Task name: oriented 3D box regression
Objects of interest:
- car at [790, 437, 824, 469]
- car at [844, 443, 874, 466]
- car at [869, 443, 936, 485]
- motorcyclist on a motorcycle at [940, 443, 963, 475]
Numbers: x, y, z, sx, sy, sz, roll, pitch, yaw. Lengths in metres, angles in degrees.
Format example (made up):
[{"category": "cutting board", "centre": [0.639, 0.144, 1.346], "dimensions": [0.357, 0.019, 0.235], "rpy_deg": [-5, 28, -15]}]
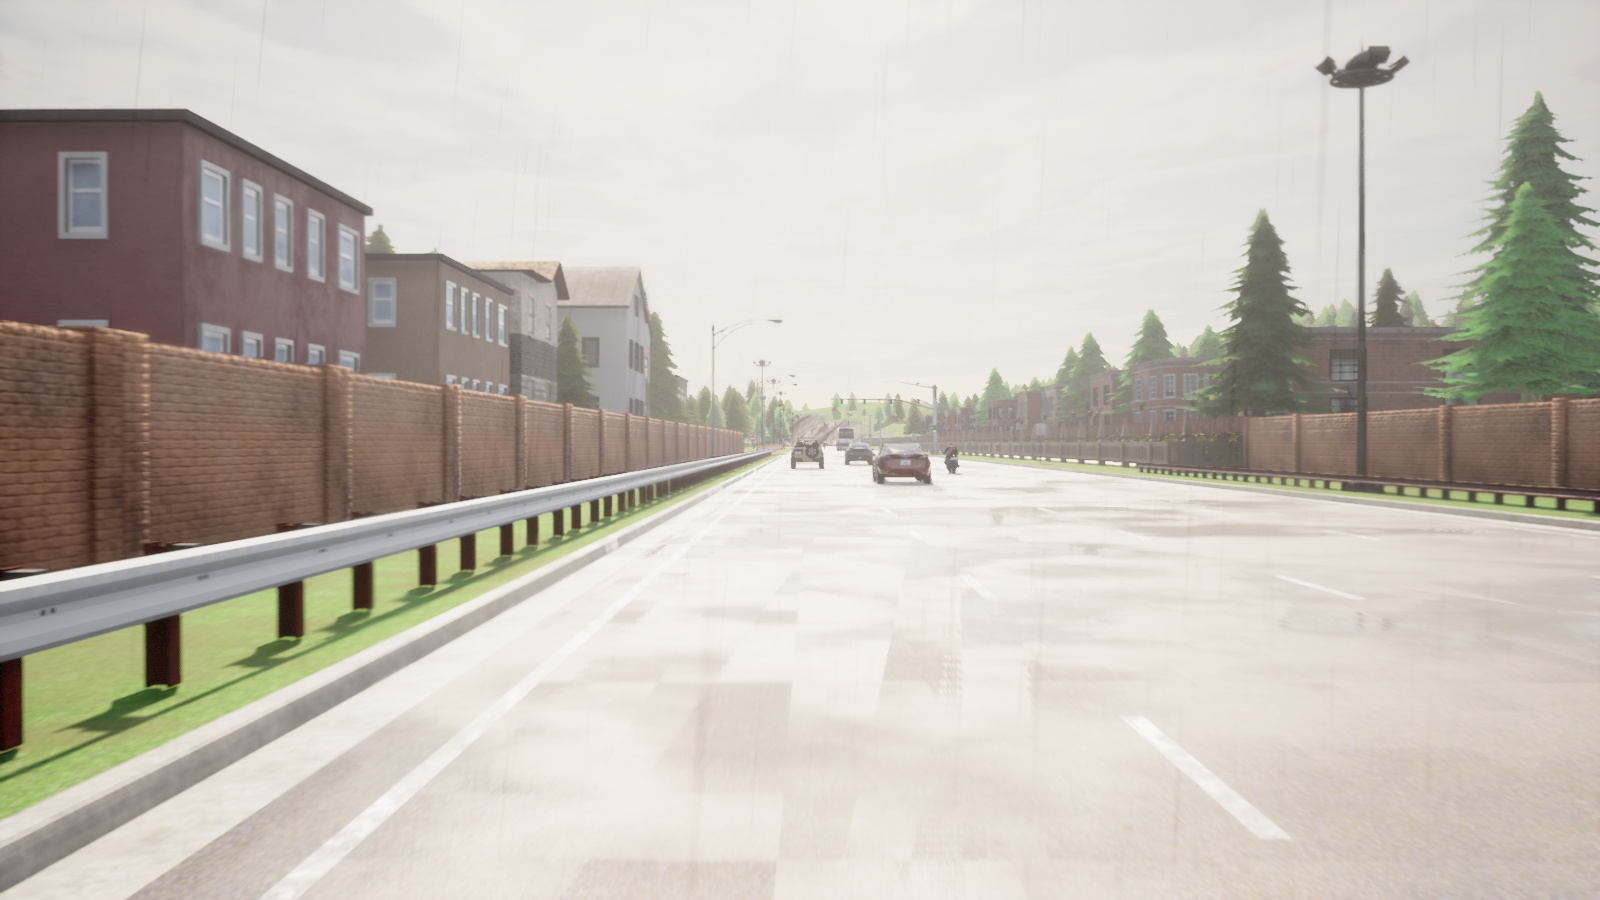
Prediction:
[{"category": "car", "centre": [0.436, 0.148, 73.971], "dimensions": [1.932, 1.855, 4.605], "rpy_deg": [0, 0, 0]}, {"category": "car", "centre": [4.001, 0.274, 85.460], "dimensions": [1.837, 1.490, 4.892], "rpy_deg": [0, 0, 0]}, {"category": "car", "centre": [3.784, 0.484, 47.199], "dimensions": [2.163, 1.488, 4.792], "rpy_deg": [0, 0, 0]}, {"category": "motorcyclist on a motorcycle", "centre": [7.362, 0.445, 61.021], "dimensions": [0.866, 1.530, 2.191], "rpy_deg": [0, 0, 0]}]
